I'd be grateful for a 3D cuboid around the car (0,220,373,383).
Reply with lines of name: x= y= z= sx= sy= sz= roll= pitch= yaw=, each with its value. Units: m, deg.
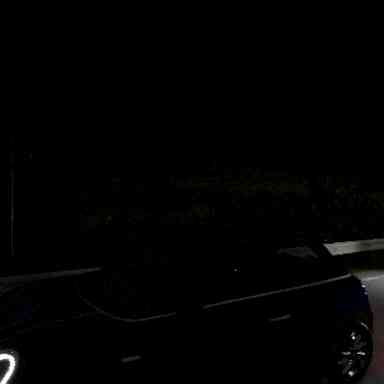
car: x=-0.101 y=1.250 z=3.819 sx=4.553 sy=1.767 sz=2.097 roll=0 pitch=1 yaw=-28
